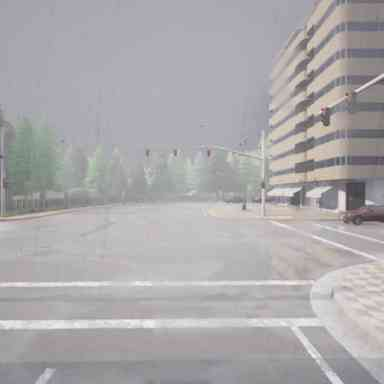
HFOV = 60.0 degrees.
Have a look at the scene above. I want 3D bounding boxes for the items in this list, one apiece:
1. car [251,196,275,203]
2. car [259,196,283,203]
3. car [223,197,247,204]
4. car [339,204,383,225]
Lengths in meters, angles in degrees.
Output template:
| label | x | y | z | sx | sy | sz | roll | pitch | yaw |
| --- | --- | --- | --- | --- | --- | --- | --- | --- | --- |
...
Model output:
| label | x | y | z | sx | sy | sz | roll | pitch | yaw |
| --- | --- | --- | --- | --- | --- | --- | --- | --- | --- |
| car | 14.177 | 1.612 | 67.928 | 4.674 | 1.442 | 1.812 | 0 | 0 | -34 |
| car | 17.526 | 1.619 | 73.831 | 4.902 | 1.511 | 2.128 | 0 | 0 | -23 |
| car | 8.864 | 1.634 | 68.223 | 5.357 | 1.411 | 2.033 | 0 | 0 | -38 |
| car | 13.157 | 1.612 | 24.180 | 4.674 | 1.442 | 1.812 | 0 | 0 | -1 |
